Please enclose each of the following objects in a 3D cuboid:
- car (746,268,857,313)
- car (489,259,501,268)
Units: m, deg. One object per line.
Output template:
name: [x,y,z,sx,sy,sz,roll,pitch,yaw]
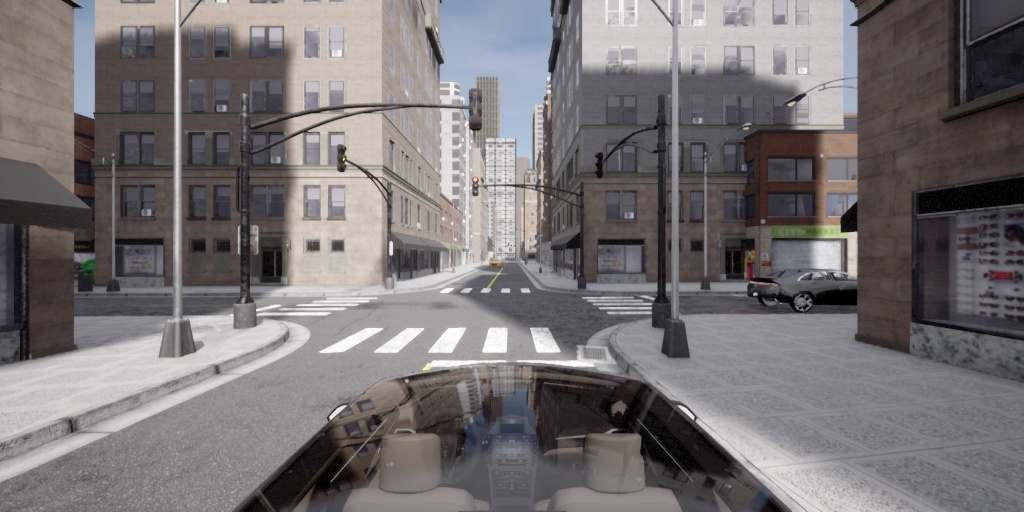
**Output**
car: [11.429,1.209,13.264,4.902,1.511,2.128,0,0,0]
car: [-2.993,1.205,62.949,1.882,1.535,5.008,0,0,0]
